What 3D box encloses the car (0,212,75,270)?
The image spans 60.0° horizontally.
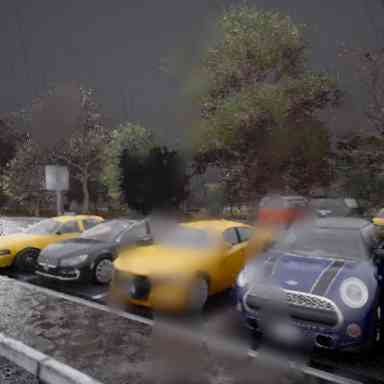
[{"bbox_3d":[-4.319,1.478,11.062,1.946,1.575,5.366,0,0,35],"label":"car"}]

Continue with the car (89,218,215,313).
[{"bbox_3d":[0.319,1.466,8.024,2.097,1.535,5.008,0,0,35],"label":"car"}]

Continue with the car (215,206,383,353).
[{"bbox_3d":[2.602,1.345,6.443,2.185,1.767,4.553,0,0,35],"label":"car"}]

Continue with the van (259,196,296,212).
[{"bbox_3d":[5.744,1.242,20.341,1.878,1.987,4.442,0,0,35],"label":"van"}]

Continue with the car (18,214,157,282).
[{"bbox_3d":[-1.946,1.471,9.622,2.231,1.521,4.892,0,0,35],"label":"car"}]

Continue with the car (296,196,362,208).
[{"bbox_3d":[8.055,1.212,18.600,2.435,2.045,5.566,0,0,35],"label":"car"}]
